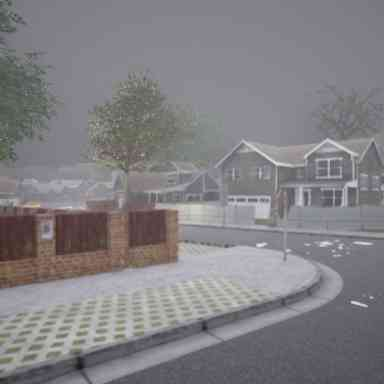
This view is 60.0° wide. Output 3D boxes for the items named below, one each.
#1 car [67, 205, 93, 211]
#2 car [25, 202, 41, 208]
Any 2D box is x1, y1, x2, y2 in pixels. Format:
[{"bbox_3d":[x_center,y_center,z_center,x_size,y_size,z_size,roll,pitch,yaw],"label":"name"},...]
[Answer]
[{"bbox_3d":[-9.381,1.860,27.739,1.812,1.442,4.674,1,-1,-40],"label":"car"},{"bbox_3d":[-21.729,2.088,45.395,1.882,1.535,5.008,1,-1,-29],"label":"car"}]
